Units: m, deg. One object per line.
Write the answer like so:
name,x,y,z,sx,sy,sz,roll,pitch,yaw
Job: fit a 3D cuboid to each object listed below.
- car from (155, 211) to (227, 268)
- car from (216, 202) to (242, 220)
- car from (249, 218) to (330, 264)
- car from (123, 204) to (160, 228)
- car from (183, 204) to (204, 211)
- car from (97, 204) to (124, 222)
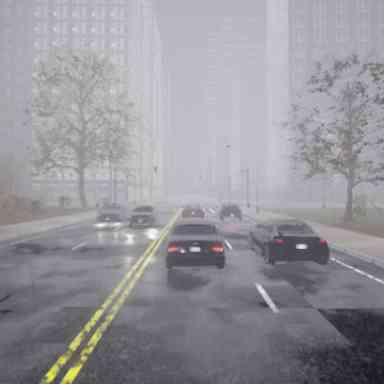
car,0.093,1.625,11.529,2.033,1.411,5.357,0,0,0
car,3.344,1.696,30.080,1.837,1.490,4.892,0,0,0
car,3.340,1.646,12.122,1.994,1.385,4.181,0,0,0
car,-3.348,1.660,23.889,1.837,1.490,4.892,0,0,0
car,0.094,1.757,30.388,1.994,1.385,4.181,0,0,0
car,-6.597,1.731,28.676,2.033,1.411,5.357,0,0,0
